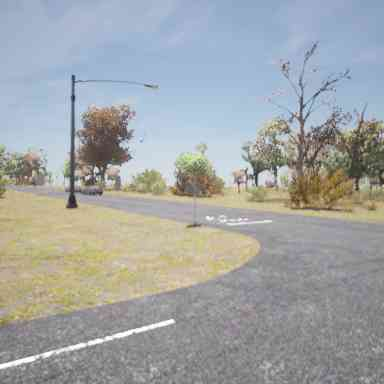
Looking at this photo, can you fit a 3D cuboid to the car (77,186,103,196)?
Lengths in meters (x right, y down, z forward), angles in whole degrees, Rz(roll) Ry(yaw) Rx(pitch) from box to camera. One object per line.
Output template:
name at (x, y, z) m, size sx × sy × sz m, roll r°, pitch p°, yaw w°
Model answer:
car at (-15.000, -0.226, 49.867) m, size 2.033 × 1.411 × 5.357 m, roll 0°, pitch 2°, yaw -35°

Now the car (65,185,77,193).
car at (-20.557, -0.518, 57.686) m, size 1.994 × 1.385 × 4.181 m, roll 0°, pitch 2°, yaw -35°
